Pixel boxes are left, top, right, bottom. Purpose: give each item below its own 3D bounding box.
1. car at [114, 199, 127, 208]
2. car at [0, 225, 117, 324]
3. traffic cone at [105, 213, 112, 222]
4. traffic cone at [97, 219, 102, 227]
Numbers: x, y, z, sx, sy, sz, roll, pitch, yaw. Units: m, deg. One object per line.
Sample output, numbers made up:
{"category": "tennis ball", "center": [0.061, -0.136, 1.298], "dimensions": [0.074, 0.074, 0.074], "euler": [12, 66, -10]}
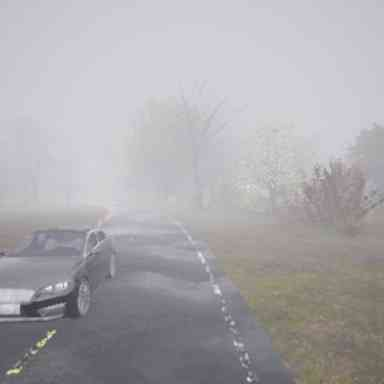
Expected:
{"category": "car", "center": [-13.195, 2.067, 61.025], "dimensions": [1.837, 1.490, 4.892], "euler": [0, 0, -19]}
{"category": "car", "center": [-2.958, 1.565, 7.579], "dimensions": [2.128, 1.511, 4.902], "euler": [0, -1, -3]}
{"category": "traffic cone", "center": [-7.274, 2.223, 28.496], "dimensions": [0.340, 0.580, 0.340], "euler": [0, -1, -9]}
{"category": "traffic cone", "center": [-6.558, 2.179, 23.618], "dimensions": [0.340, 0.580, 0.340], "euler": [0, -1, -8]}
